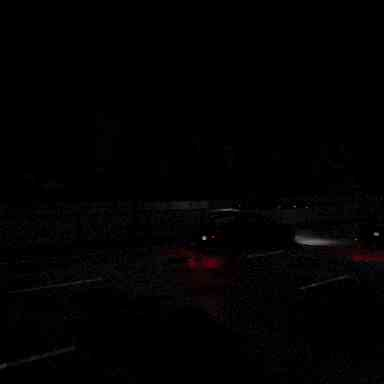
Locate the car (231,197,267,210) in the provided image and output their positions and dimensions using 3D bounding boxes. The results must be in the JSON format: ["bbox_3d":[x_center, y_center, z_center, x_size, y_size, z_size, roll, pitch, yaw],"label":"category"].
[{"bbox_3d":[7.497,1.485,43.690,4.674,1.442,1.812,-1,0,-35],"label":"car"}]

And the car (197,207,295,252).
[{"bbox_3d":[2.347,1.560,14.008,4.674,1.442,1.812,0,0,-35],"label":"car"}]

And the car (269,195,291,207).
[{"bbox_3d":[11.541,1.455,37.980,4.902,1.511,2.128,-1,0,-35],"label":"car"}]

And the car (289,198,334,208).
[{"bbox_3d":[12.586,1.575,34.429,4.718,1.301,1.895,0,0,-35],"label":"car"}]

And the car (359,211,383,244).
[{"bbox_3d":[9.382,1.518,14.723,5.008,1.535,1.882,0,0,-35],"label":"car"}]

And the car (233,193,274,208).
[{"bbox_3d":[7.675,1.199,39.526,5.566,2.045,2.150,0,0,-35],"label":"car"}]
